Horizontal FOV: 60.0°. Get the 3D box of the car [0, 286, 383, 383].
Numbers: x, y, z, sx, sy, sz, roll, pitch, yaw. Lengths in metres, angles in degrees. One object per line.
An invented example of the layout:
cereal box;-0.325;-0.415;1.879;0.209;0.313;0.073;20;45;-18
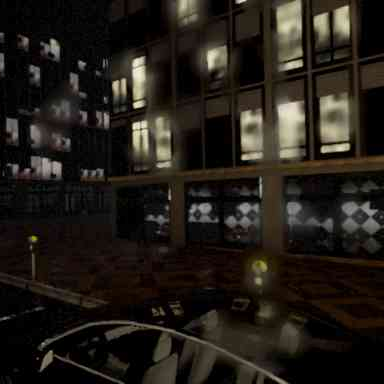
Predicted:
car;-0.161;1.579;2.980;4.313;1.339;1.947;0;-1;36
